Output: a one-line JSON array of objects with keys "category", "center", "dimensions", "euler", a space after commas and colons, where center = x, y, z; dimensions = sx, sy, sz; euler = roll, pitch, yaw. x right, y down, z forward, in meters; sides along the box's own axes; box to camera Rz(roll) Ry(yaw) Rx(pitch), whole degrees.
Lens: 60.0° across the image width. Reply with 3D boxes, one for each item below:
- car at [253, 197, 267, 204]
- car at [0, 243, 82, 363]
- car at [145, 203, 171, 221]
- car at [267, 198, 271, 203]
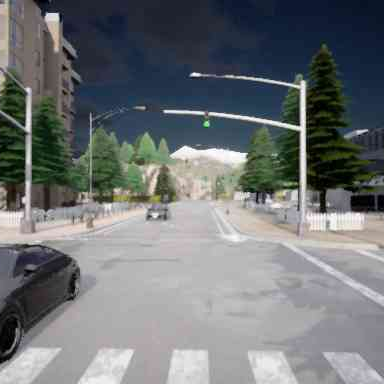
[{"category": "car", "center": [16.275, 2.188, 80.003], "dimensions": [1.845, 1.501, 3.633], "euler": [0, -1, 3]}, {"category": "car", "center": [-3.477, 1.628, 5.815], "dimensions": [1.994, 1.385, 4.181], "euler": [0, -1, 0]}, {"category": "car", "center": [-3.032, 1.815, 30.517], "dimensions": [2.128, 1.511, 4.902], "euler": [0, 0, 2]}, {"category": "car", "center": [19.601, 2.271, 87.275], "dimensions": [1.970, 1.475, 3.806], "euler": [0, -1, 3]}]
